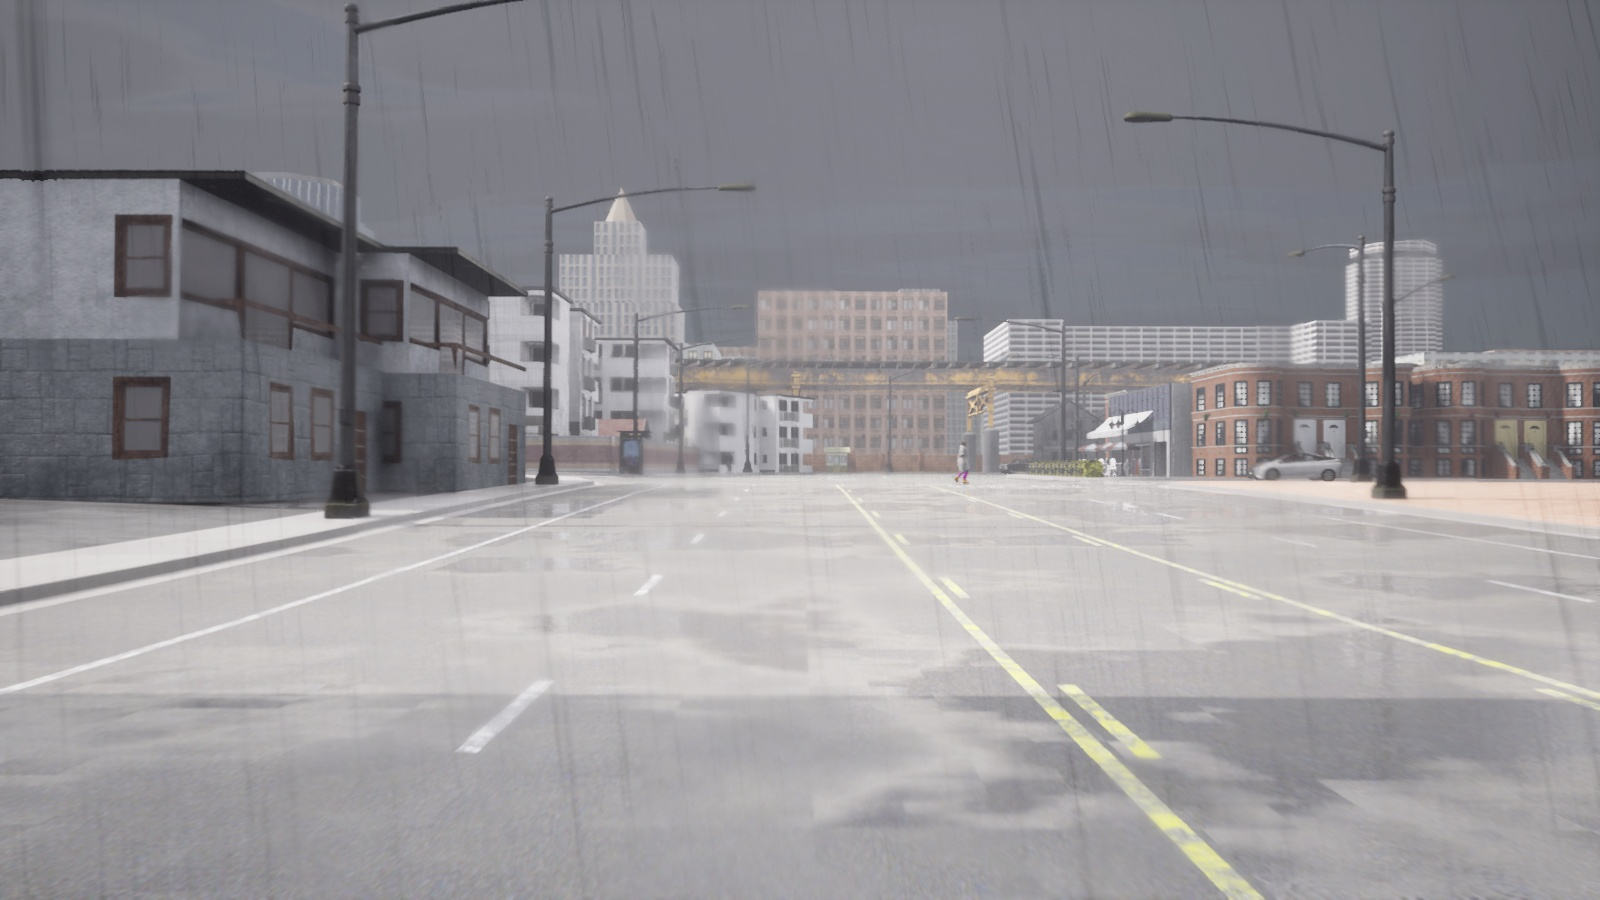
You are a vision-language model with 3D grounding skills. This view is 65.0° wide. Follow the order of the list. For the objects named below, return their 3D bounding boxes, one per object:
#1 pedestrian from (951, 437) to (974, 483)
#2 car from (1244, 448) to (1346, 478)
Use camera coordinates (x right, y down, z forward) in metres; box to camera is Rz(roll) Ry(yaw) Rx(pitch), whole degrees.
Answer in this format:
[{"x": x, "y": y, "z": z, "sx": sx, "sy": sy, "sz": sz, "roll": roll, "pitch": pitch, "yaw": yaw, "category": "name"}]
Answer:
[{"x": 6.951, "y": 0.436, "z": 53.751, "sx": 0.873, "sy": 1.952, "sz": 0.659, "roll": 0, "pitch": -1, "yaw": -4, "category": "pedestrian"}, {"x": 25.592, "y": 0.677, "z": 65.023, "sx": 4.514, "sy": 1.525, "sz": 2.007, "roll": 0, "pitch": -1, "yaw": 1, "category": "car"}]
